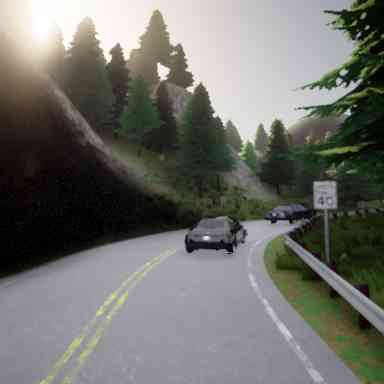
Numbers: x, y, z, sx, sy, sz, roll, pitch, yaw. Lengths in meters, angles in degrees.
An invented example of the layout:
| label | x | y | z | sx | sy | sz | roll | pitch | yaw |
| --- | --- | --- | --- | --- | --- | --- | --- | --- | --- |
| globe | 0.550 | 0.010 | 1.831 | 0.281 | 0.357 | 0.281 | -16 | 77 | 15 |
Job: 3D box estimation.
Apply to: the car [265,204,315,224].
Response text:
| label | x | y | z | sx | sy | sz | roll | pitch | yaw |
| --- | --- | --- | --- | --- | --- | --- | --- | --- | --- |
| car | 7.722 | 1.648 | 25.798 | 5.357 | 1.411 | 2.033 | -2 | -3 | -45 |

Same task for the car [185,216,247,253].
| label | x | y | z | sx | sy | sz | roll | pitch | yaw |
| --- | --- | --- | --- | --- | --- | --- | --- | --- | --- |
| car | 1.132 | 1.722 | 14.528 | 1.994 | 1.385 | 4.181 | -2 | -1 | 17 |
